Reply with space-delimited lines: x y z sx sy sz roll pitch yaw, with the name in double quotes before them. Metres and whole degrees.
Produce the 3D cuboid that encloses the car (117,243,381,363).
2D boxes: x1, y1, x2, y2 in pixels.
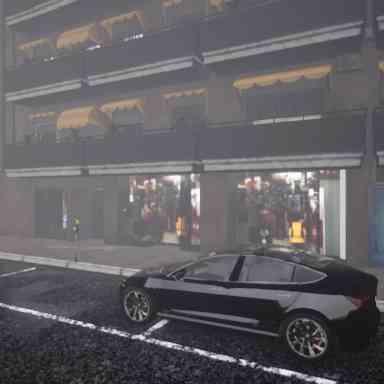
"car" 0.764 1.566 5.668 4.313 1.339 1.947 0 0 27
